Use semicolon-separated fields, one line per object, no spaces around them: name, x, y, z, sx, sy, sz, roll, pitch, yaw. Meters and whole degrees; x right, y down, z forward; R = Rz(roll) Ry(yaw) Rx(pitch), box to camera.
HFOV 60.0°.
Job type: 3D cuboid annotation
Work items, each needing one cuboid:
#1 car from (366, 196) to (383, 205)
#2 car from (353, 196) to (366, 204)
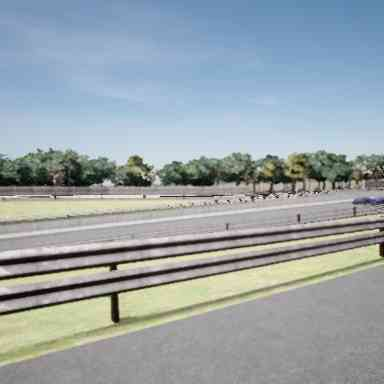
car;34.686;1.518;60.993;4.674;1.442;1.812;-4;2;-28
car;33.039;1.539;64.080;4.181;1.385;1.994;-4;2;-28
